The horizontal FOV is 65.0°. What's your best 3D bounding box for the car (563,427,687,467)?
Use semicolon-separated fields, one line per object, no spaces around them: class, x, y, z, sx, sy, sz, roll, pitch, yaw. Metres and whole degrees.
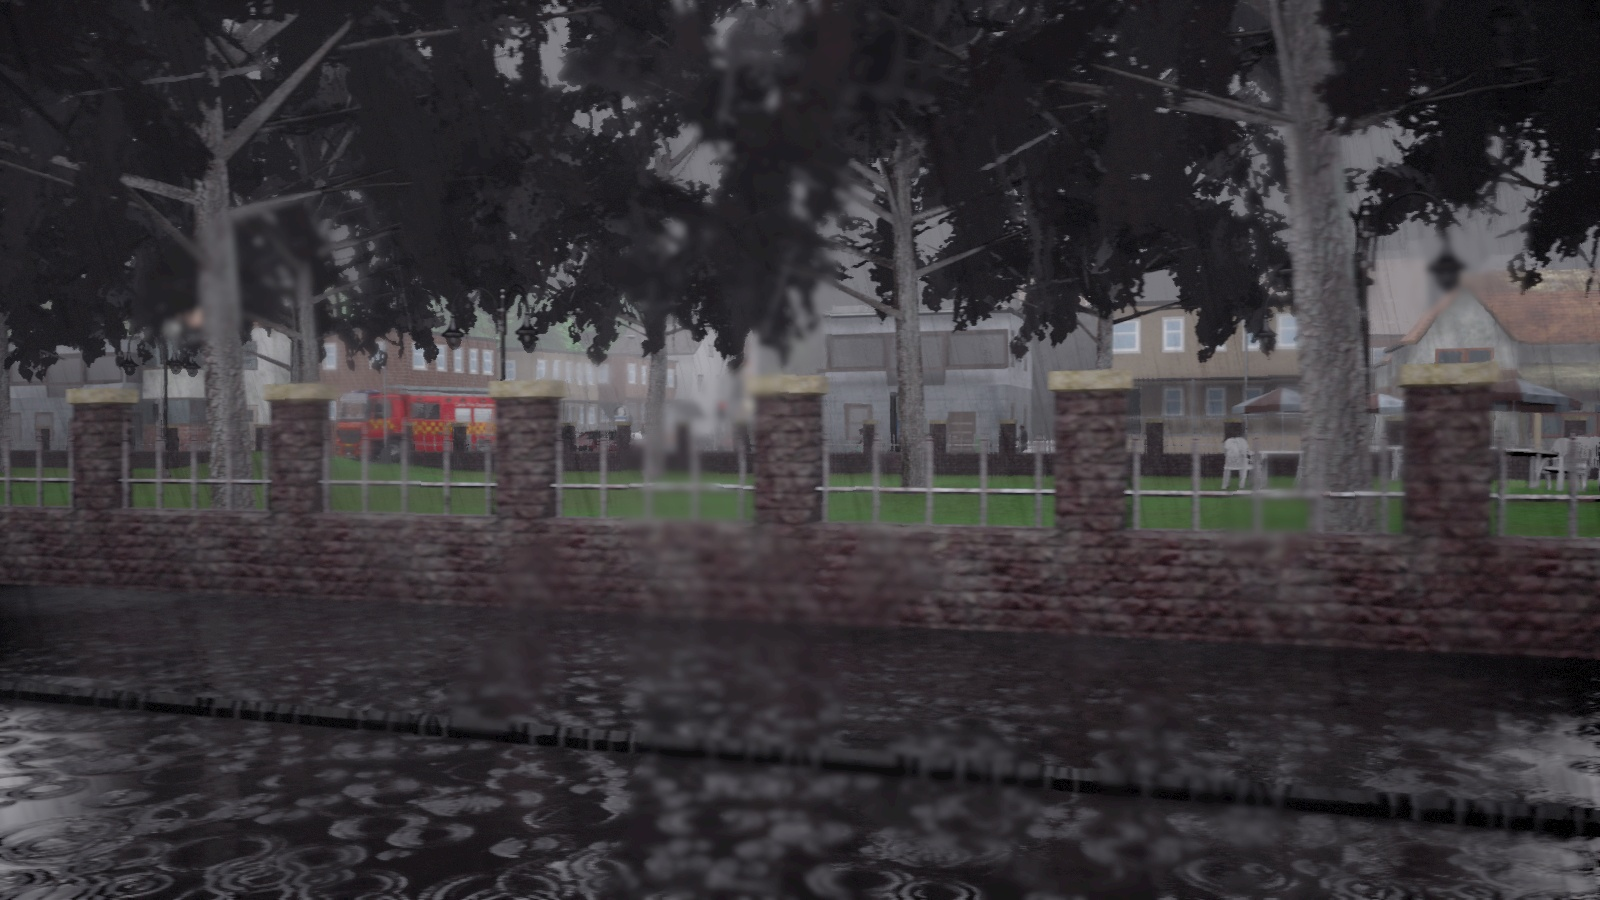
car;-7.524;-0.137;54.008;4.856;1.649;2.033;1;1;19

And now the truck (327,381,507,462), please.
truck;-19.282;-1.432;63.761;2.891;3.827;8.468;1;2;42
